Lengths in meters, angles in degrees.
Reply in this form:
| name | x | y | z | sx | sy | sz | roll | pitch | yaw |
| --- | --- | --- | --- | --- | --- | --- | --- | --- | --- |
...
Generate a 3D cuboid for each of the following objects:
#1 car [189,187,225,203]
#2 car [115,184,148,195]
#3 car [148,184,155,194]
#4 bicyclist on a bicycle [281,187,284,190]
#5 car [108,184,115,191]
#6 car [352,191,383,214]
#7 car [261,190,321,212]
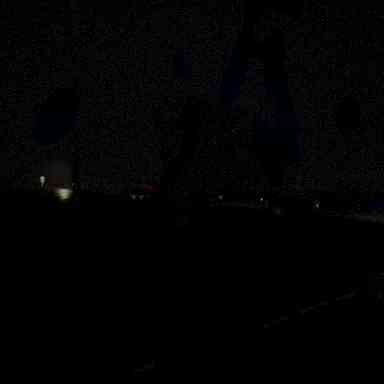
| name | x | y | z | sx | sy | sz | roll | pitch | yaw |
| --- | --- | --- | --- | --- | --- | --- | --- | --- | --- |
| car | 1.395 | 0.234 | 34.481 | 2.128 | 1.511 | 4.902 | -1 | 3 | -35 |
| car | -9.051 | -0.357 | 49.214 | 2.033 | 1.411 | 5.357 | -1 | 2 | -35 |
| car | -7.612 | -0.514 | 52.110 | 1.882 | 1.535 | 5.008 | -1 | 2 | -35 |
| bicyclist on a bicycle | 9.196 | 0.324 | 33.842 | 1.656 | 1.620 | 0.582 | -1 | 2 | -35 |
| car | -13.692 | -0.780 | 60.558 | 1.994 | 1.385 | 4.181 | -1 | 2 | -35 |
| car | 13.239 | 0.691 | 22.378 | 2.097 | 1.767 | 4.553 | -1 | 3 | -27 |
| car | 7.569 | 0.631 | 25.813 | 2.128 | 1.511 | 4.902 | -1 | 3 | -35 |
